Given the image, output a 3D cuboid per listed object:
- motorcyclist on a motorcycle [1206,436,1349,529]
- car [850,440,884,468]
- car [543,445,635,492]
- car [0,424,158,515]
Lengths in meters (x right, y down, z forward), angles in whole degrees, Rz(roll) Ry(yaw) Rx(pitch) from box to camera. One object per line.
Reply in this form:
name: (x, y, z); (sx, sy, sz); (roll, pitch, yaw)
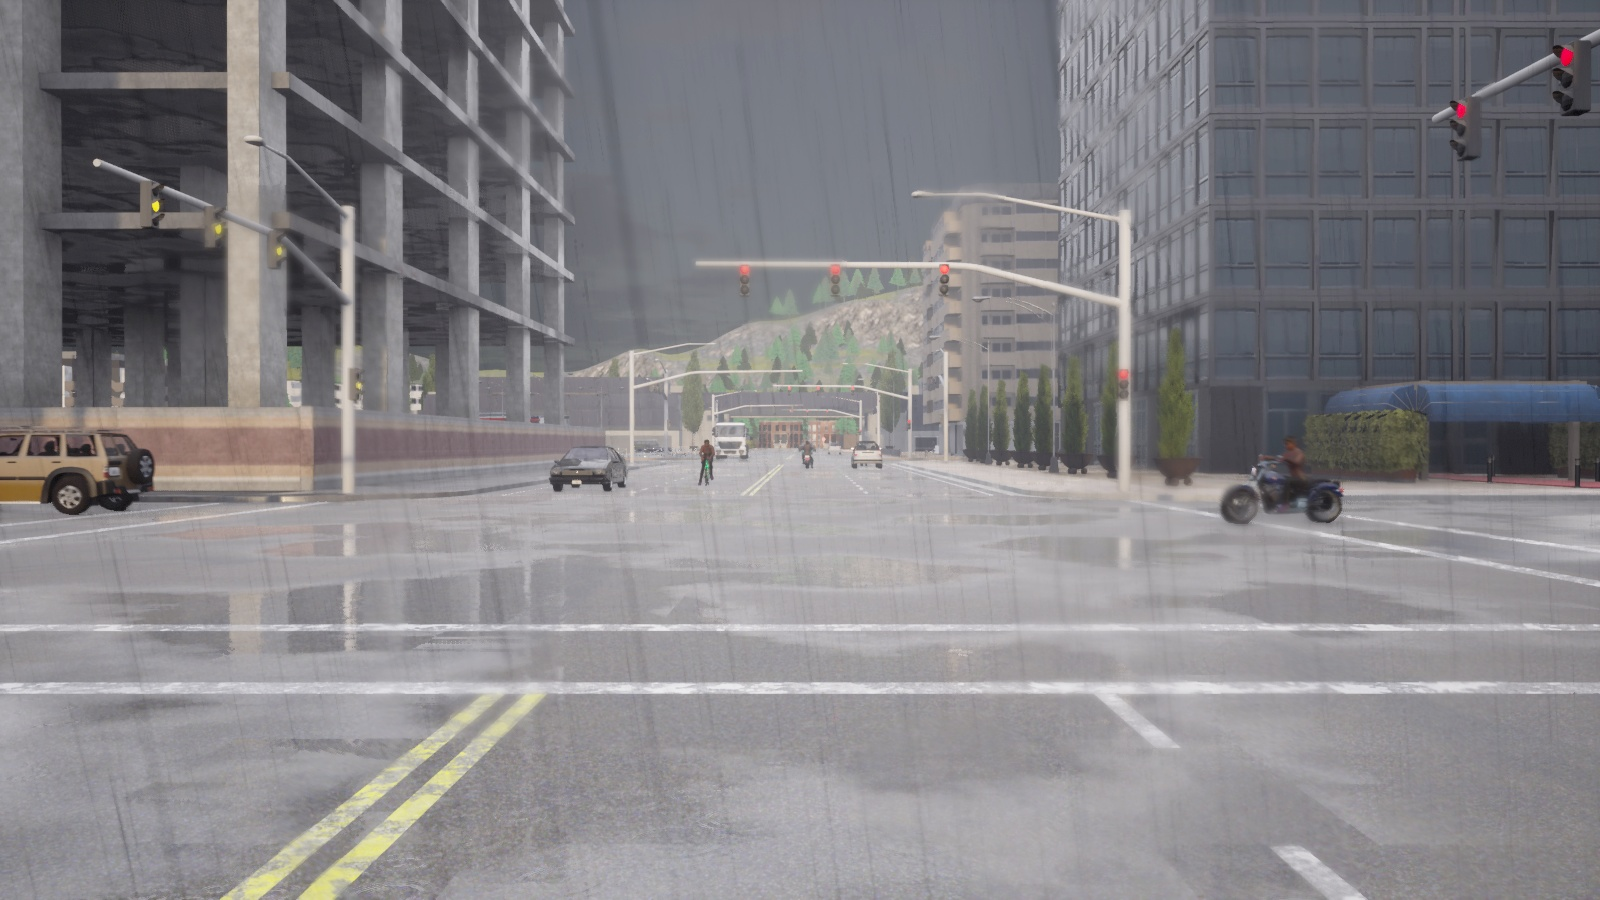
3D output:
motorcyclist on a motorcycle: (8.693, 0.575, 22.899); (2.350, 1.649, 0.766); (0, 1, -8)
car: (3.927, 0.229, 74.133); (1.851, 1.617, 3.988); (0, 0, 1)
car: (-6.757, 0.558, 40.770); (2.033, 1.411, 5.357); (0, 0, 0)
car: (-16.370, 0.400, 26.564); (4.605, 1.855, 1.932); (0, 0, 0)
